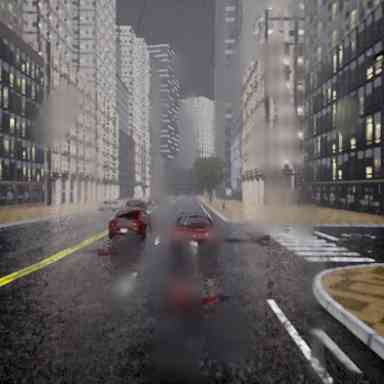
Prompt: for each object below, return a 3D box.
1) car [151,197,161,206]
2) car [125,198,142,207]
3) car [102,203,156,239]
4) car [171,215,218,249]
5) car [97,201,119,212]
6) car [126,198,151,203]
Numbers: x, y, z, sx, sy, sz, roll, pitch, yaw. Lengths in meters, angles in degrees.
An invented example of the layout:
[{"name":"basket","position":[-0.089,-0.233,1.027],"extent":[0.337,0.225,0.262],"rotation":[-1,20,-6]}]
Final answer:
[{"name":"car","position":[-6.535,1.623,58.941],"extent":[2.128,1.511,4.902],"rotation":[0,0,1]},{"name":"car","position":[-9.795,1.726,56.100],"extent":[1.895,1.301,4.718],"rotation":[0,0,1]},{"name":"car","position":[-3.145,1.583,17.694],"extent":[1.812,1.442,4.674],"rotation":[0,1,0]},{"name":"car","position":[0.101,1.711,15.255],"extent":[1.895,1.301,4.718],"rotation":[1,1,0]},{"name":"car","position":[-9.839,1.689,39.758],"extent":[1.895,1.301,4.718],"rotation":[0,0,0]},{"name":"car","position":[-6.584,1.655,41.085],"extent":[1.994,1.385,4.181],"rotation":[0,0,0]}]
